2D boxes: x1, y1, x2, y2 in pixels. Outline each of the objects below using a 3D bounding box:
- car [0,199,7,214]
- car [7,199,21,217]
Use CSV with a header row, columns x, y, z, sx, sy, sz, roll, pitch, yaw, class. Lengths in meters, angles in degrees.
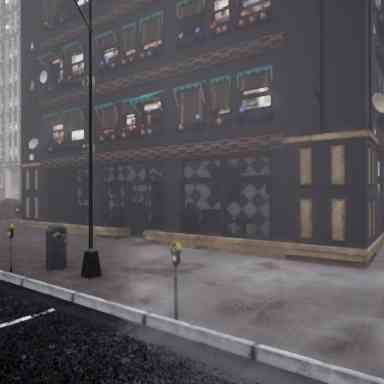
x,y,z,sx,sy,sz,roll,pitch,yaw,class
-16.195,1.306,29.054,1.994,1.385,4.181,0,1,35,car
-11.432,1.281,25.742,1.947,1.339,4.313,1,1,35,car
